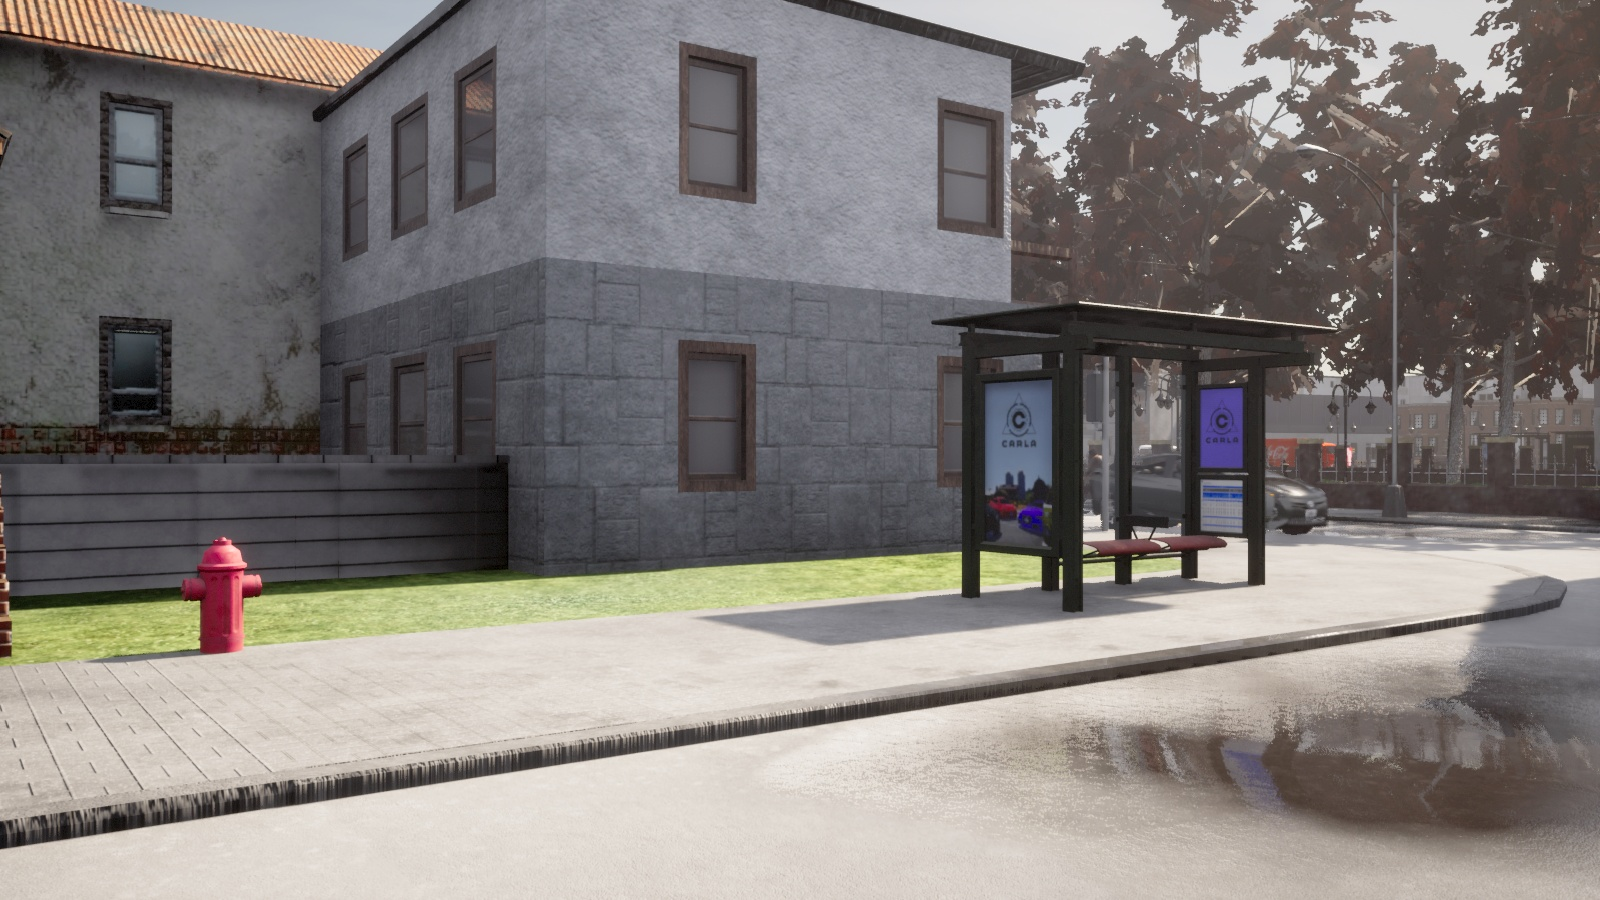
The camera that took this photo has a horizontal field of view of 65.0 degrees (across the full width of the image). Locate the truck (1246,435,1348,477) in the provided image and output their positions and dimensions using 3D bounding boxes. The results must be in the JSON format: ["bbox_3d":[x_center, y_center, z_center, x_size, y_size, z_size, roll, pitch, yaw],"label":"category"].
[{"bbox_3d":[30.378,0.383,76.878,2.627,2.467,5.204,0,0,-35],"label":"truck"}]

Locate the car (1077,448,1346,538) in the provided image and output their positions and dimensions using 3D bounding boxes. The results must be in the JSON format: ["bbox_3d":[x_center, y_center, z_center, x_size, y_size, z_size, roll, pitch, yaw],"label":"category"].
[{"bbox_3d":[7.639,0.734,23.705,2.007,1.525,4.514,0,0,-35],"label":"car"}]
